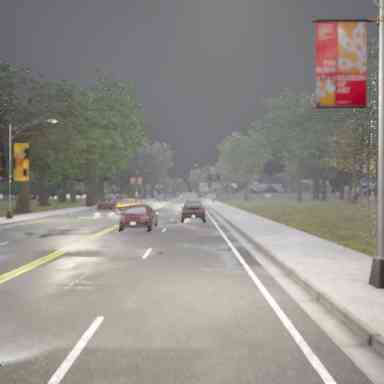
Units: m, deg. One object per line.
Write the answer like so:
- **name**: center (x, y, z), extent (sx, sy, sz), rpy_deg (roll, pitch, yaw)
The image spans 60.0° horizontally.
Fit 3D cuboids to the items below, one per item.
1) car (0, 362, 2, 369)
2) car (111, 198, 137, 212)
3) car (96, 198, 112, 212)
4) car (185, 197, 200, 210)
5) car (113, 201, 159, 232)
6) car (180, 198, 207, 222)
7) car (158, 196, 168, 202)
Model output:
- **car**: center (-3.152, 1.560, 2.061), extent (1.994, 1.385, 4.181), rpy_deg (0, 0, 0)
- **car**: center (-6.594, 1.458, 34.476), extent (1.882, 1.535, 5.008), rpy_deg (0, 0, 0)
- **car**: center (-9.840, 1.462, 39.324), extent (1.882, 1.535, 5.008), rpy_deg (0, 0, 0)
- **car**: center (0.097, 1.464, 43.443), extent (1.882, 1.535, 5.008), rpy_deg (0, 0, 0)
- **car**: center (-3.150, 1.504, 19.996), extent (1.812, 1.442, 4.674), rpy_deg (0, 0, 0)
- **car**: center (0.100, 1.484, 26.295), extent (1.837, 1.490, 4.892), rpy_deg (0, 0, 0)
- **car**: center (-6.502, 1.568, 75.053), extent (1.994, 1.385, 4.181), rpy_deg (0, 0, 0)
